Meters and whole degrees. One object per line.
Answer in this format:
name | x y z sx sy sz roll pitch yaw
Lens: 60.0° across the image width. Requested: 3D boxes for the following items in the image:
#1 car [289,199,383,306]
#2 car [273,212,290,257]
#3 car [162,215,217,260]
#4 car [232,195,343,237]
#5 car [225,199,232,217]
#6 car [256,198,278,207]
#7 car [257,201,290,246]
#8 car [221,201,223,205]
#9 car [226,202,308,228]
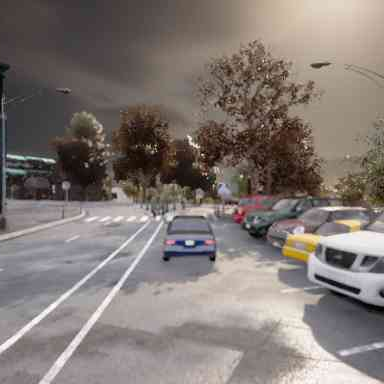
car | 5.279 1.278 7.285 5.566 2.045 2.435 1 0 -21
car | 5.436 1.527 10.352 5.366 1.575 1.946 1 0 -21
car | -0.098 1.572 12.581 2.033 1.411 5.357 0 0 -1
car | 5.134 1.245 16.201 5.566 2.045 2.435 1 1 -21
car | 5.113 1.226 19.203 5.566 2.045 2.435 1 0 -22
car | 18.368 2.568 81.666 2.150 2.045 5.566 0 0 -26
car | 5.247 1.390 13.257 4.553 1.767 2.185 1 1 -21
car | 10.263 2.679 92.082 4.553 1.767 2.097 0 0 30
car | 4.997 1.459 22.163 4.892 1.521 2.231 1 0 -22
